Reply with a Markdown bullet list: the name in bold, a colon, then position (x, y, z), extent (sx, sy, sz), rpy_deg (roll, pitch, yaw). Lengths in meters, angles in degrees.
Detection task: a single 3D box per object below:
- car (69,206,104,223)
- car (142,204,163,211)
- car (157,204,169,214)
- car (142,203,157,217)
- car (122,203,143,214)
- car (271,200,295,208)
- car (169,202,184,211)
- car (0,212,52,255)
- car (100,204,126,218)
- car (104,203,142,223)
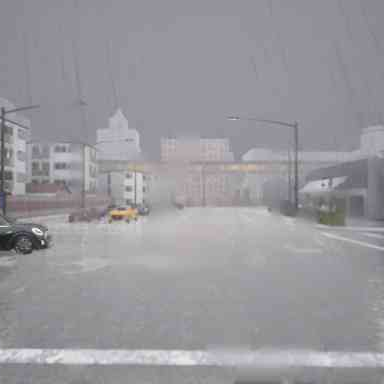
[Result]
- **car**: position (-10.033, 2.101, 31.622), extent (1.812, 1.442, 4.674), rpy_deg (0, -1, 3)
- **car**: position (-7.086, 2.754, 59.759), extent (1.895, 1.301, 4.718), rpy_deg (0, -1, 18)
- **car**: position (-5.250, 2.571, 50.729), extent (1.895, 1.301, 4.718), rpy_deg (0, -1, 7)
- **car**: position (-6.023, 2.119, 40.825), extent (2.097, 1.767, 4.553), rpy_deg (0, -1, 4)
- **car**: position (-8.848, 2.451, 49.714), extent (1.837, 1.490, 4.892), rpy_deg (0, -1, 6)
- **car**: position (19.149, 2.585, 68.845), extent (5.566, 2.045, 2.150), rpy_deg (0, -1, -19)
- **car**: position (-3.005, 2.680, 60.683), extent (1.837, 1.490, 4.892), rpy_deg (0, -1, 22)
- **car**: position (-8.173, 1.586, 13.512), extent (4.553, 1.767, 2.097), rpy_deg (0, -1, -16)
- **car**: position (-9.577, 2.287, 40.710), extent (1.812, 1.442, 4.674), rpy_deg (0, -1, 5)
- **car**: position (-6.516, 2.060, 31.855), extent (1.882, 1.535, 5.008), rpy_deg (0, -1, 3)
